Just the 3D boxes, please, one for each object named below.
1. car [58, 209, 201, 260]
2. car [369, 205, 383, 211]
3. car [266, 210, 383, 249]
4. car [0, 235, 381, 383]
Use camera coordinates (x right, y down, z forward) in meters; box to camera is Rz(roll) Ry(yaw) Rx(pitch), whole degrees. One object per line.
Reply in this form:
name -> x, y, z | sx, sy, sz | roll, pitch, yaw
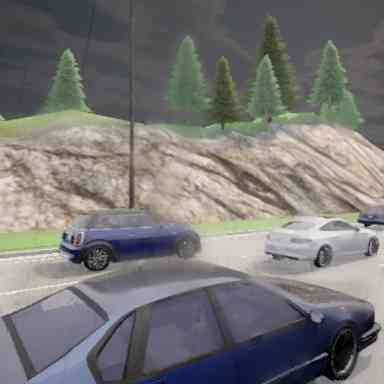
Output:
car -> -1.894, 1.353, 11.003 | 4.553, 1.767, 2.097 | 0, 0, -36
car -> 12.794, 1.555, 21.497 | 5.357, 1.411, 2.033 | 0, 0, -36
car -> 4.417, 1.528, 11.207 | 4.674, 1.442, 1.812 | 0, 0, -36
car -> -0.045, 1.548, 3.715 | 5.357, 1.411, 2.033 | 0, 0, -36
